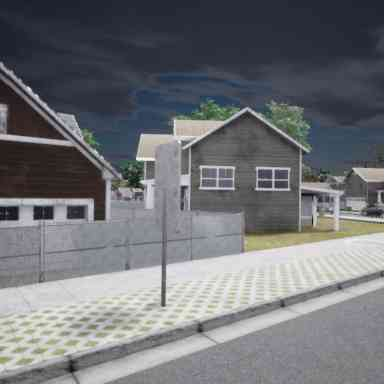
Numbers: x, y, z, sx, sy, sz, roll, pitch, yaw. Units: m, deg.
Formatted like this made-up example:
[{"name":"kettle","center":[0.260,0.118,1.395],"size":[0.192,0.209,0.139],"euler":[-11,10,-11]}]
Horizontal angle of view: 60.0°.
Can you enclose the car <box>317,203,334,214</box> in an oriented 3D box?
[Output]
[{"name":"car","center":[18.050,2.275,46.018],"size":[2.128,1.511,4.902],"euler":[1,-2,-6]}]

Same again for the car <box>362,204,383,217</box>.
[{"name":"car","center":[21.788,2.135,38.226],"size":[1.812,1.442,4.674],"euler":[1,-2,-5]}]

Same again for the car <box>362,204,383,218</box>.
[{"name":"car","center":[19.206,1.948,33.670],"size":[1.837,1.490,4.892],"euler":[1,-2,-5]}]
